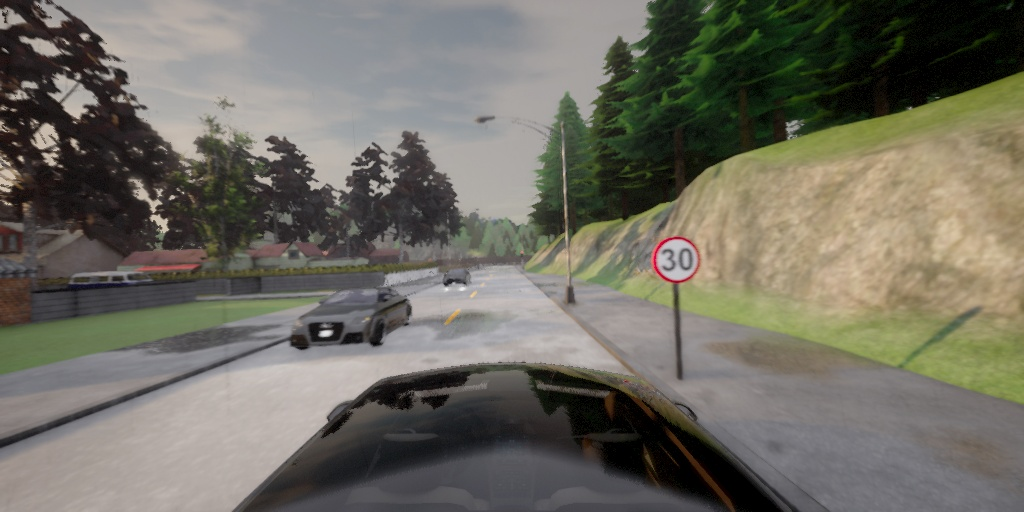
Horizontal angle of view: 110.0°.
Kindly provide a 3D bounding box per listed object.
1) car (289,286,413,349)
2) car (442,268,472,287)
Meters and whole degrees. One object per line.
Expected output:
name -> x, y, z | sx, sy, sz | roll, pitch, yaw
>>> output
car -> -4.184, 1.556, 9.991 | 1.994, 1.385, 4.181 | -2, 0, -1
car -> -4.467, 1.726, 29.928 | 2.033, 1.411, 5.357 | -2, -1, -1
